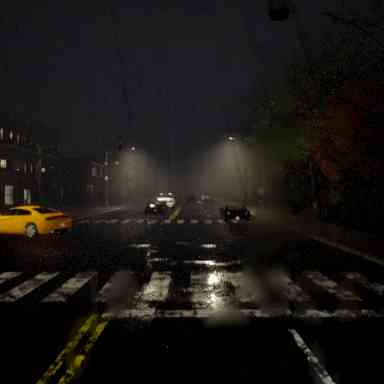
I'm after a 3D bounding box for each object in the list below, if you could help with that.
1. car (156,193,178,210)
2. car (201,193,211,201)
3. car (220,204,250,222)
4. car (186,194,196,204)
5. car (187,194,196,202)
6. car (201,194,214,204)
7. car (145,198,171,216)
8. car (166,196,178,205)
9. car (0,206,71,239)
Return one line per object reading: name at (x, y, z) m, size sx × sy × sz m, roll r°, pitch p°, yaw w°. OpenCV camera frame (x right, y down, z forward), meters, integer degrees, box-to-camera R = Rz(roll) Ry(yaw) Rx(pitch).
car at (-3.428, 1.189, 43.626) m, size 2.150 × 2.045 × 5.566 m, roll 0°, pitch 0°, yaw 0°
car at (3.083, 1.127, 73.104) m, size 2.097 × 1.767 × 4.553 m, roll 0°, pitch 0°, yaw 0°
car at (3.290, 1.582, 26.349) m, size 1.895 × 1.301 × 4.718 m, roll 0°, pitch 0°, yaw 0°
car at (-0.144, 1.454, 62.708) m, size 1.837 × 1.490 × 4.892 m, roll 0°, pitch 0°, yaw 0°
car at (-0.167, 1.249, 73.126) m, size 1.882 × 1.535 × 5.008 m, roll 0°, pitch 0°, yaw 0°
car at (3.106, 1.441, 62.714) m, size 2.128 × 1.511 × 4.902 m, roll 0°, pitch 0°, yaw 0°
car at (-3.412, 1.540, 32.759) m, size 1.994 × 1.385 × 4.181 m, roll 0°, pitch 0°, yaw 0°
car at (-3.434, 1.460, 57.283) m, size 1.837 × 1.490 × 4.892 m, roll 0°, pitch 0°, yaw 0°
car at (-8.665, 1.480, 17.273) m, size 5.008 × 1.535 × 1.882 m, roll -1°, pitch -1°, yaw 22°
